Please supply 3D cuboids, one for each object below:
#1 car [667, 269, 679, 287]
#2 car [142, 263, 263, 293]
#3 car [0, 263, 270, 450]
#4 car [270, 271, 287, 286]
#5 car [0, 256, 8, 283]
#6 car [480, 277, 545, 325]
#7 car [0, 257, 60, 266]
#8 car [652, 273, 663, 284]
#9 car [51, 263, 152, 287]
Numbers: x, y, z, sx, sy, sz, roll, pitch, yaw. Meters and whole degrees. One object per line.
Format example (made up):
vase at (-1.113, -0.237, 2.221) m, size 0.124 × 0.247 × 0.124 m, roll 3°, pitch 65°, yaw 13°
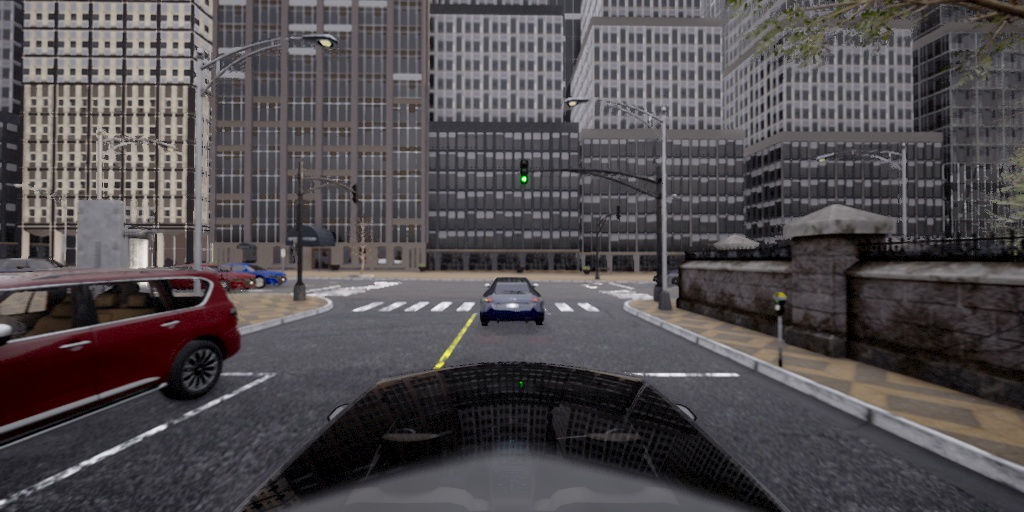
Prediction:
car at (14.395, 1.754, 27.220) m, size 4.181 × 1.385 × 1.994 m, roll 1°, pitch -1°, yaw -1°
car at (-17.091, 1.192, 20.026) m, size 5.008 × 1.535 × 1.882 m, roll 1°, pitch -1°, yaw -2°
car at (-5.381, 1.083, 3.763) m, size 2.192 × 1.841 × 5.009 m, roll 0°, pitch 0°, yaw 0°
car at (-17.352, 1.227, 23.291) m, size 5.008 × 1.535 × 1.882 m, roll 1°, pitch -1°, yaw 0°
car at (-36.114, 0.864, 22.982) m, size 4.553 × 1.767 × 2.097 m, roll 1°, pitch -1°, yaw -1°
car at (-0.014, 1.414, 12.283) m, size 1.994 × 1.385 × 4.181 m, roll 0°, pitch 0°, yaw -1°
car at (-26.371, 0.949, 19.877) m, size 4.553 × 1.767 × 2.097 m, roll 1°, pitch -1°, yaw -1°
car at (14.198, 1.789, 30.469) m, size 4.181 × 1.385 × 1.994 m, roll 1°, pitch -1°, yaw -1°
car at (-26.333, 1.199, 23.121) m, size 4.181 × 1.385 × 1.994 m, roll 1°, pitch -1°, yaw -1°
